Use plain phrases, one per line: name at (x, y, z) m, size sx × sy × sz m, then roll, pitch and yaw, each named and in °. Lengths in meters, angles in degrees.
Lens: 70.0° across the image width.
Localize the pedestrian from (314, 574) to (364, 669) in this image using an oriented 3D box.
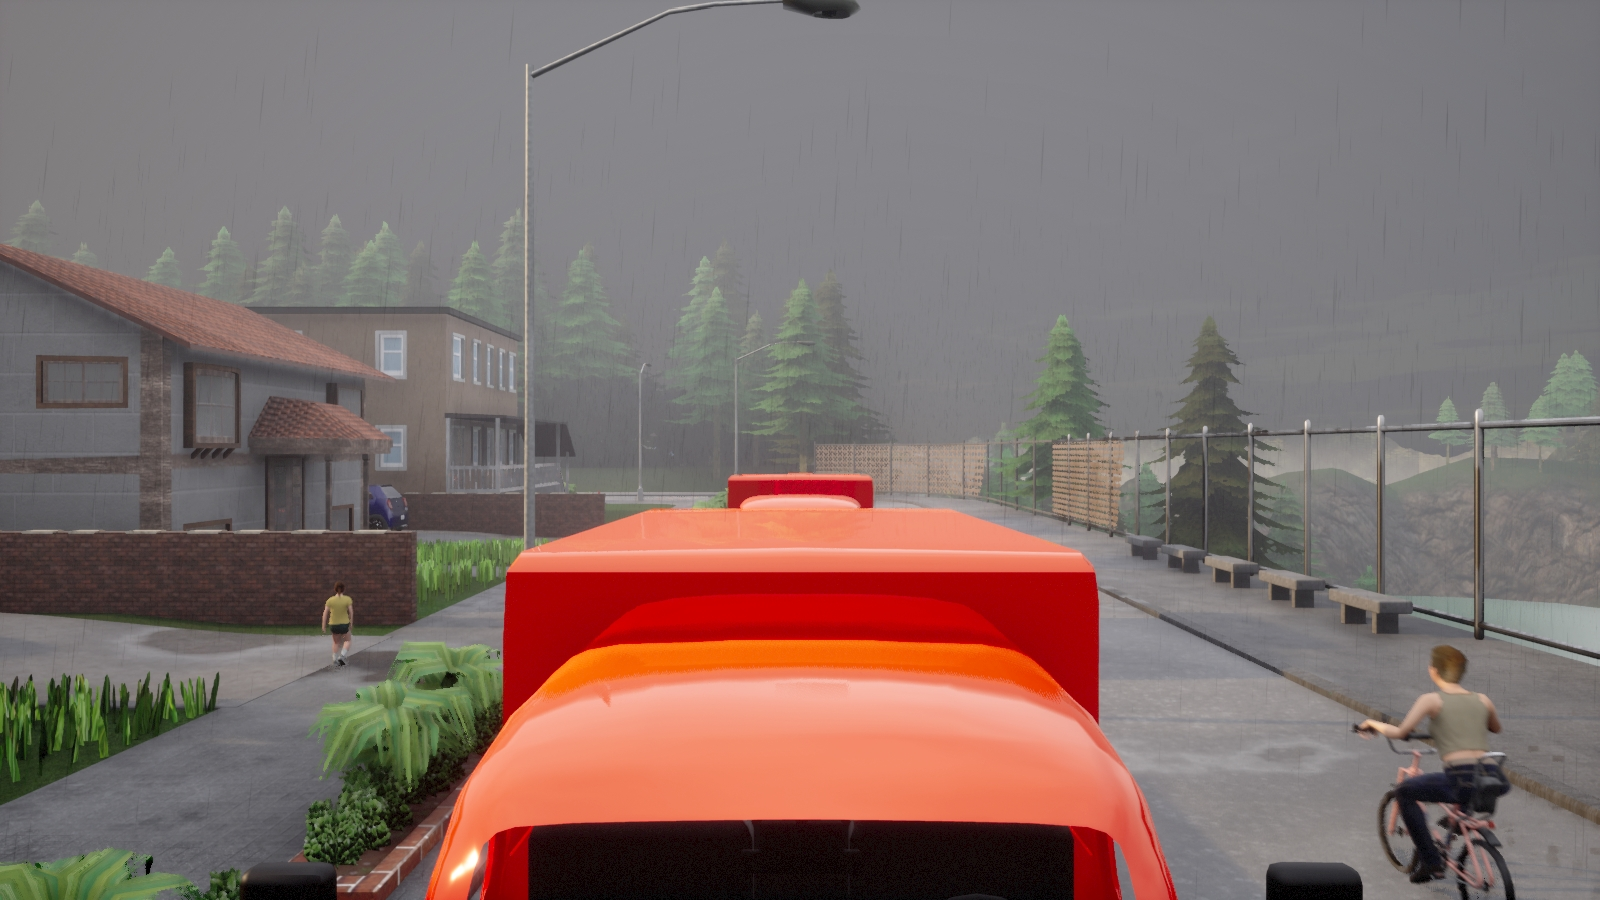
pedestrian at (-5.753, 2.133, 14.273) m, size 0.500 × 1.100 × 0.500 m, roll 0°, pitch 0°, yaw -12°

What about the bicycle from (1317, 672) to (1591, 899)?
bicycle at (3.986, 2.163, 7.120) m, size 0.859 × 1.276 × 1.487 m, roll 0°, pitch 0°, yaw 0°

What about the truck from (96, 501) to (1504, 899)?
truck at (0.000, 1.569, 4.736) m, size 2.627 × 2.467 × 5.204 m, roll 0°, pitch 0°, yaw 0°
